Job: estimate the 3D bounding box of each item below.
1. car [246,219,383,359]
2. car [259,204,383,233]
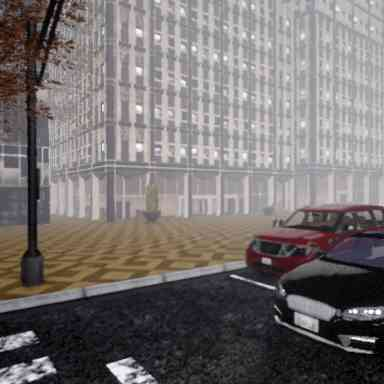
[{"bbox_3d":[3.527,1.478,5.895,4.902,1.511,2.128,0,0,-35],"label":"car"},{"bbox_3d":[3.802,1.297,9.277,5.009,1.841,2.192,0,0,-36],"label":"car"}]
